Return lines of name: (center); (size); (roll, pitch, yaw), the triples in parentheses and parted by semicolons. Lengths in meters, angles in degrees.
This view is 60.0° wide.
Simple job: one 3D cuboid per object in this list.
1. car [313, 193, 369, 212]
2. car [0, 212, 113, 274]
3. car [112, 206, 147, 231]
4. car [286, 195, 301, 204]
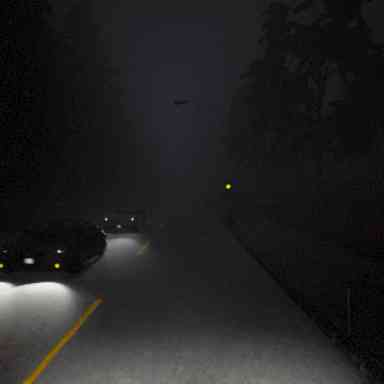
car: (16.035, 1.166, 35.885); (5.566, 2.045, 2.150); (0, 0, 0)
car: (-4.062, 1.544, 10.346); (1.994, 1.385, 4.181); (0, 0, 1)
car: (-3.959, 1.562, 20.313); (1.895, 1.301, 4.718); (0, 0, 0)
car: (15.896, 1.212, 53.082); (1.994, 1.381, 4.181); (0, 0, 0)
